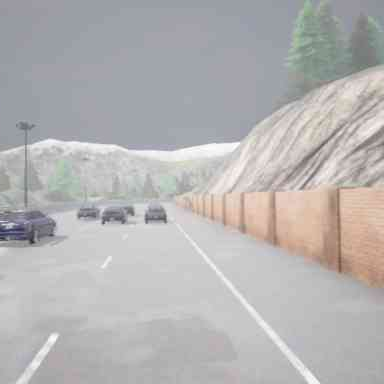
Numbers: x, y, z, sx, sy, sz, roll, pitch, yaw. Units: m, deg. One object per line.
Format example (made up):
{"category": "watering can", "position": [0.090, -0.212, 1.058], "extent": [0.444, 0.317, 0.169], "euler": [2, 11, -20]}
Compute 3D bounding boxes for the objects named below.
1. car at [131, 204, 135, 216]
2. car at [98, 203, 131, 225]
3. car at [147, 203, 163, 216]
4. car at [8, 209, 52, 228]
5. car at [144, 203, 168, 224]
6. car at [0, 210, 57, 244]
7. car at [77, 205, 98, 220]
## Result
{"category": "car", "position": [-8.096, 2.122, 41.137], "extent": [1.882, 1.535, 5.008], "euler": [-1, 0, -7]}
{"category": "car", "position": [-6.672, 1.973, 28.969], "extent": [1.837, 1.490, 4.892], "euler": [-1, -1, -7]}
{"category": "car", "position": [-4.579, 2.113, 41.197], "extent": [1.812, 1.442, 4.674], "euler": [-1, 0, -7]}
{"category": "car", "position": [-13.644, 2.177, 28.373], "extent": [1.895, 1.301, 4.718], "euler": [-1, -1, -7]}
{"category": "car", "position": [-3.175, 1.907, 29.214], "extent": [2.128, 1.511, 4.902], "euler": [-1, -1, -7]}
{"category": "car", "position": [-8.900, 1.721, 17.921], "extent": [2.097, 1.767, 4.553], "euler": [-1, -1, -7]}
{"category": "car", "position": [-10.987, 2.116, 35.756], "extent": [2.128, 1.511, 4.902], "euler": [-1, -1, -7]}
